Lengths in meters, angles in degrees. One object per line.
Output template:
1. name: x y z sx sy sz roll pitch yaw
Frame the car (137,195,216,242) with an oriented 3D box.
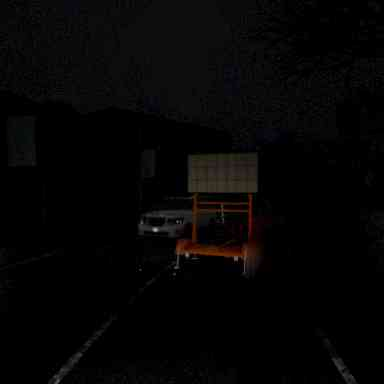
1. car: -0.495 1.197 16.213 2.150 2.045 5.566 0 0 21

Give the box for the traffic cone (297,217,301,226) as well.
1. traffic cone: 7.175 1.984 22.225 0.340 0.580 0.340 1 0 21

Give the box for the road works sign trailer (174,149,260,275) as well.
1. road works sign trailer: 1.011 0.461 10.684 2.380 3.560 2.880 0 0 21
